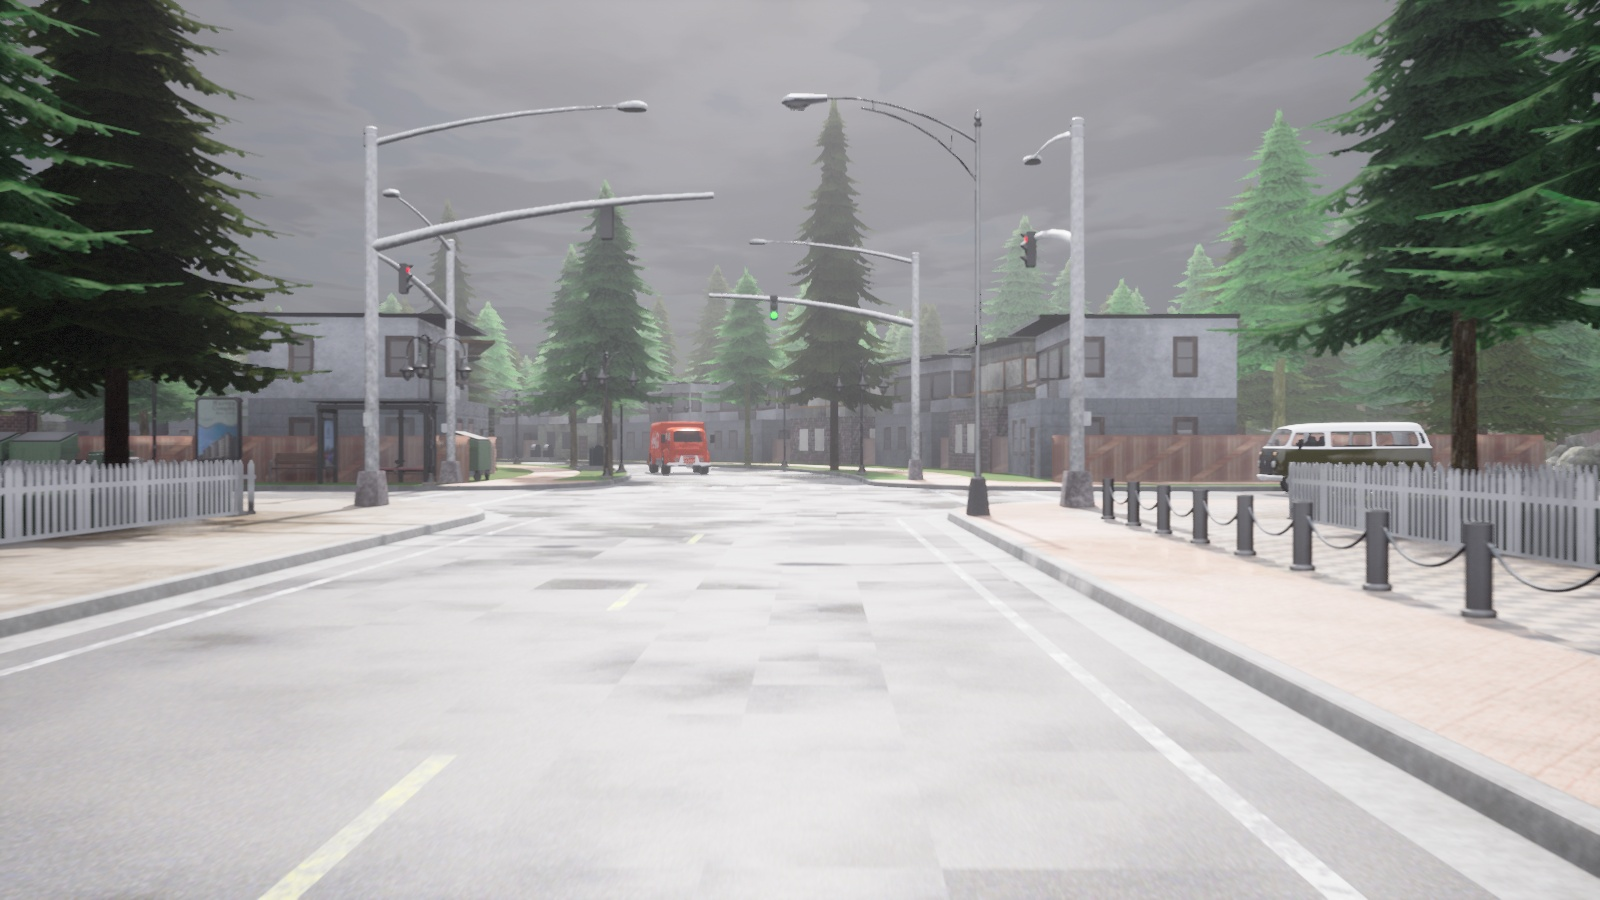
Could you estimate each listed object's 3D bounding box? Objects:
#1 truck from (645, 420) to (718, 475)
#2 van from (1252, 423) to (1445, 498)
[{"bbox_3d":[-5.675,-0.115,59.514,2.627,2.467,5.204,0,0,-15],"label":"truck"},{"bbox_3d":[15.223,0.269,35.044,4.480,2.038,2.069,0,0,2],"label":"van"}]
